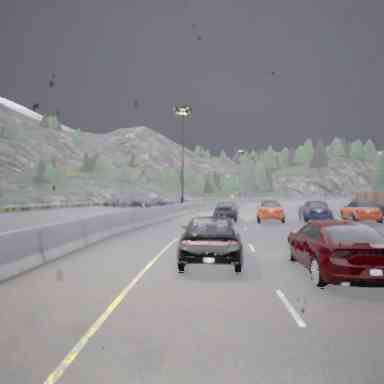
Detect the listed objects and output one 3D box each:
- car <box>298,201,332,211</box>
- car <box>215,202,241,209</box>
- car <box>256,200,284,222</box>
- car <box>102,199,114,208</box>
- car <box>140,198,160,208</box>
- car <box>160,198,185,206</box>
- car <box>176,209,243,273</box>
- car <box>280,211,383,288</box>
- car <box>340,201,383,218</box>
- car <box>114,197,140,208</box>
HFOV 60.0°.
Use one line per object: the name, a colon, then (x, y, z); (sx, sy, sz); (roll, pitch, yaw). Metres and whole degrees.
car: (9.869, 1.480, 26.875); (2.097, 1.767, 4.553); (0, 0, 11)
car: (2.943, 1.622, 27.972); (1.837, 1.490, 4.892); (0, 0, 11)
car: (6.377, 1.474, 27.258); (2.097, 1.767, 4.553); (0, 0, 11)
car: (-12.467, 1.743, 52.832); (1.994, 1.385, 4.181); (0, 0, 18)
car: (-5.649, 1.695, 51.173); (1.837, 1.490, 4.892); (0, -1, 18)
car: (-2.550, 1.666, 49.398); (1.882, 1.535, 5.008); (0, 0, 18)
car: (0.621, 1.536, 10.868); (2.128, 1.511, 4.902); (0, 0, 5)
car: (4.013, 1.524, 9.382); (1.882, 1.535, 5.008); (0, 0, 4)
car: (13.356, 1.487, 26.492); (2.097, 1.767, 4.553); (0, 0, 11)
car: (-9.391, 1.531, 50.967); (2.097, 1.767, 4.553); (0, 0, 18)
